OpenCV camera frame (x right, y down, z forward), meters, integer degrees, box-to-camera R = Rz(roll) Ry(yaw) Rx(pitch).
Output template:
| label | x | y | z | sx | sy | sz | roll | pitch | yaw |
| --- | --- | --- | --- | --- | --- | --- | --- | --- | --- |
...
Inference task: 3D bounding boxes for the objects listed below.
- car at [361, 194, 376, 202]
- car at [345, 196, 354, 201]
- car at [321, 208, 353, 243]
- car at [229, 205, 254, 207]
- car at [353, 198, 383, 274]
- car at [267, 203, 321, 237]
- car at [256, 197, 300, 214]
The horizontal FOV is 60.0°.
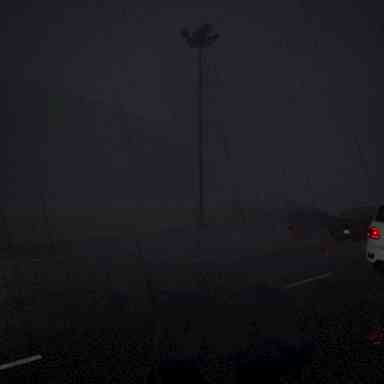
| label | x | y | z | sx | sy | sz | roll | pitch | yaw |
| --- | --- | --- | --- | --- | --- | --- | --- | --- | --- |
| car | 33.647 | 1.087 | 63.258 | 1.837 | 1.490 | 4.892 | 0 | 0 | 35 |
| car | 30.574 | 1.154 | 64.968 | 1.994 | 1.385 | 4.181 | 0 | 0 | 35 |
| car | 7.923 | 1.382 | 14.544 | 5.008 | 1.535 | 1.882 | -1 | 0 | -40 |
| car | 4.809 | 1.336 | 35.414 | 5.008 | 1.535 | 1.882 | 0 | 0 | -44 |
| car | 6.912 | 1.150 | 9.188 | 5.566 | 2.045 | 2.150 | -1 | 0 | -39 |
| car | 5.920 | 1.434 | 17.433 | 4.674 | 1.442 | 1.812 | -1 | 0 | -40 |
| car | 9.037 | 1.326 | 34.617 | 4.902 | 1.511 | 2.128 | -1 | 0 | -44 |
